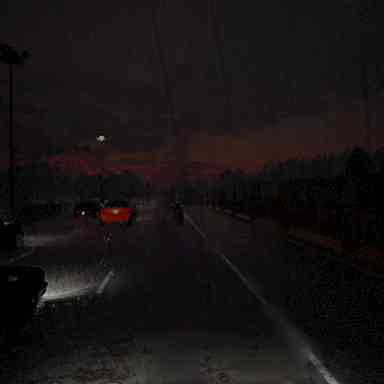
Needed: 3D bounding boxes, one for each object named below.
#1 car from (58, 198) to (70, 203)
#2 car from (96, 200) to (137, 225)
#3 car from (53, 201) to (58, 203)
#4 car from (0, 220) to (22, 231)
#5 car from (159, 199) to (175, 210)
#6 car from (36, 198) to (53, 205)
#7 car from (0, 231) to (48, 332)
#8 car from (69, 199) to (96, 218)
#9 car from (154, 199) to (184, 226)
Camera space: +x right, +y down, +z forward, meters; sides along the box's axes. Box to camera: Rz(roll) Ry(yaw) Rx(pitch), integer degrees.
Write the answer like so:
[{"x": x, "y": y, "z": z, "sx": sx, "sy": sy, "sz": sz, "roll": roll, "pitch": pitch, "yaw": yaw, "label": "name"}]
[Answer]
[{"x": -18.154, "y": 1.644, "z": 50.349, "sx": 1.895, "sy": 1.301, "sz": 4.718, "roll": 0, "pitch": -1, "yaw": -5, "label": "car"}, {"x": -5.163, "y": 1.337, "z": 23.808, "sx": 2.097, "sy": 1.767, "sz": 4.553, "roll": 0, "pitch": 0, "yaw": -5, "label": "car"}, {"x": -22.357, "y": 1.856, "z": 58.852, "sx": 1.837, "sy": 1.490, "sz": 4.892, "roll": 0, "pitch": -3, "yaw": -4, "label": "car"}, {"x": -7.657, "y": 1.483, "z": 11.474, "sx": 1.882, "sy": 1.535, "sz": 5.008, "roll": 0, "pitch": 0, "yaw": -4, "label": "car"}, {"x": -3.234, "y": 1.560, "z": 42.289, "sx": 1.895, "sy": 1.301, "sz": 4.718, "roll": 0, "pitch": 0, "yaw": -5, "label": "car"}, {"x": -25.835, "y": 1.859, "z": 58.485, "sx": 2.128, "sy": 1.511, "sz": 4.902, "roll": 0, "pitch": -3, "yaw": -4, "label": "car"}, {"x": -3.636, "y": 1.550, "z": 4.047, "sx": 2.033, "sy": 1.411, "sz": 5.357, "roll": 0, "pitch": 0, "yaw": -3, "label": "car"}, {"x": -9.193, "y": 1.496, "z": 29.882, "sx": 1.837, "sy": 1.490, "sz": 4.892, "roll": 0, "pitch": 0, "yaw": -5, "label": "car"}, {"x": -1.611, "y": 1.465, "z": 23.347, "sx": 2.128, "sy": 1.511, "sz": 4.902, "roll": 0, "pitch": 0, "yaw": -5, "label": "car"}]
